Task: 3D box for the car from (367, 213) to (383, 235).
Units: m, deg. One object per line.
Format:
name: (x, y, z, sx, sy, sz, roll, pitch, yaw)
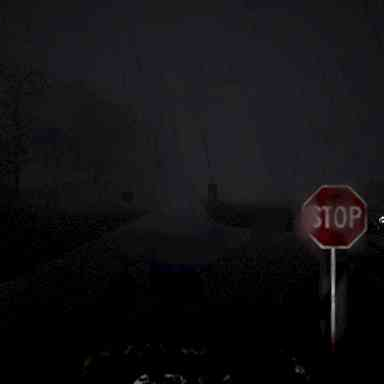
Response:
car: (11.108, 1.322, 16.764, 4.553, 1.767, 2.097, 0, -1, 2)
